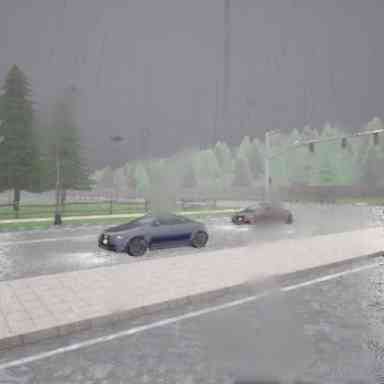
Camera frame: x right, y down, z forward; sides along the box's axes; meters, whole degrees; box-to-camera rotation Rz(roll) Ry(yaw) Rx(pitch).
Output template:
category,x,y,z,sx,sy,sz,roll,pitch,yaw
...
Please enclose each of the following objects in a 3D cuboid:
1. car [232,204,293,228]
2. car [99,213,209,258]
category,x,y,z,sx,sy,sz,roll,pitch,yaw
car,4.542,1.438,21.243,4.181,1.385,1.994,0,0,-35
car,-1.375,1.515,12.714,4.181,1.385,1.994,-1,0,-35
